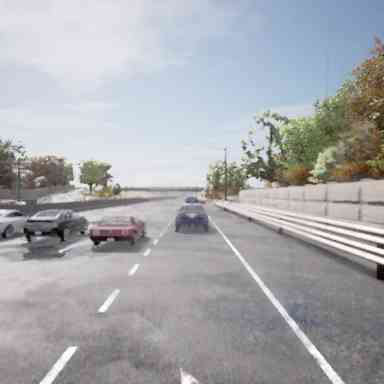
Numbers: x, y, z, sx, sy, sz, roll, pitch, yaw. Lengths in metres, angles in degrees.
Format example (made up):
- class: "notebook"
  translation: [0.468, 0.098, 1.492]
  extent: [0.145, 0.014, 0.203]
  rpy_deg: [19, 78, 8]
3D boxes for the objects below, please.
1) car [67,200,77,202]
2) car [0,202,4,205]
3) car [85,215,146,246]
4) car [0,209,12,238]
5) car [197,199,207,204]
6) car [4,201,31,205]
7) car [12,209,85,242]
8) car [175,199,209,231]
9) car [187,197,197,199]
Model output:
- class: "car"
  translation: [-21.020, 2.158, 58.314]
  extent: [2.033, 1.411, 5.357]
  rpy_deg: [0, -1, 0]
- class: "car"
  translation: [-28.023, 2.097, 48.563]
  extent: [1.895, 1.301, 4.718]
  rpy_deg: [0, -1, 0]
- class: "car"
  translation: [-3.400, 1.751, 16.177]
  extent: [1.895, 1.301, 4.718]
  rpy_deg: [0, -1, 0]
- class: "car"
  translation: [-10.404, 1.699, 18.602]
  extent: [1.812, 1.442, 4.674]
  rpy_deg: [0, -1, 0]
- class: "car"
  translation: [2.719, 2.705, 91.186]
  extent: [1.994, 1.385, 4.181]
  rpy_deg: [0, -2, 14]
- class: "car"
  translation: [-24.532, 2.052, 47.932]
  extent: [1.994, 1.385, 4.181]
  rpy_deg: [0, -1, 1]
- class: "car"
  translation: [-6.901, 1.653, 17.342]
  extent: [2.128, 1.511, 4.902]
  rpy_deg: [0, -1, 0]
- class: "car"
  translation: [-0.002, 1.566, 22.632]
  extent: [2.097, 1.767, 4.553]
  rpy_deg: [0, -1, 0]
- class: "car"
  translation: [-0.007, 1.777, 53.402]
  extent: [2.150, 2.045, 5.566]
  rpy_deg: [0, -1, 0]
